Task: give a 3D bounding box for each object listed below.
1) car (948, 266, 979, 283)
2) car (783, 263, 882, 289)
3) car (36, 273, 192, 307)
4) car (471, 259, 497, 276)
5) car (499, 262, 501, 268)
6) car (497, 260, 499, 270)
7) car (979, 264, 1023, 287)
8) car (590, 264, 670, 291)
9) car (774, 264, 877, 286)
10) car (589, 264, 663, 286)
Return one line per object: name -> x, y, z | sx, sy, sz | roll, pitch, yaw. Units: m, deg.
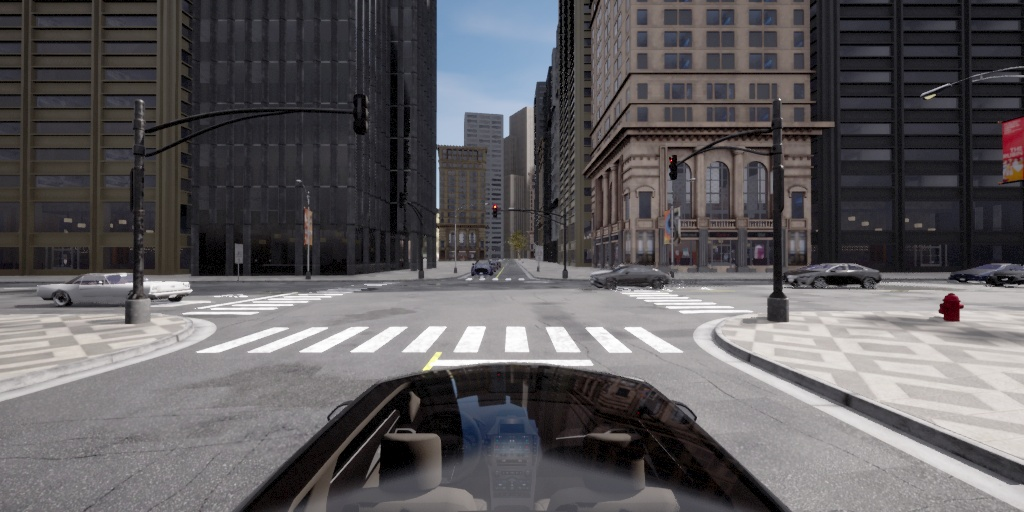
car -> 33.999, 1.239, 24.973 | 5.357, 1.411, 2.033 | 0, 0, -1
car -> 19.357, 1.194, 21.715 | 4.902, 1.511, 2.128 | 0, 0, 0
car -> -16.375, 1.366, 14.983 | 4.718, 1.301, 1.895 | 0, 0, 0
car -> -3.046, 1.146, 37.614 | 2.097, 1.767, 4.553 | 0, 0, 0
car -> -3.052, 1.401, 55.417 | 1.994, 1.385, 4.181 | 0, 0, 0
car -> -3.056, 1.378, 46.386 | 1.994, 1.385, 4.181 | 0, 0, 0
car -> 31.860, 1.236, 21.717 | 4.181, 1.385, 1.994 | 0, 0, 0
car -> 6.969, 1.257, 21.272 | 4.674, 1.442, 1.812 | 0, -1, -8
car -> 21.700, 1.268, 24.968 | 5.357, 1.411, 2.033 | 0, 0, 0
car -> 7.924, 1.285, 25.302 | 4.674, 1.442, 1.812 | 0, 0, 6
